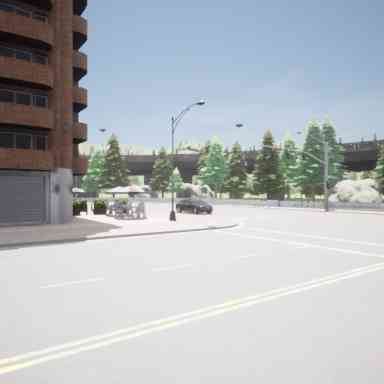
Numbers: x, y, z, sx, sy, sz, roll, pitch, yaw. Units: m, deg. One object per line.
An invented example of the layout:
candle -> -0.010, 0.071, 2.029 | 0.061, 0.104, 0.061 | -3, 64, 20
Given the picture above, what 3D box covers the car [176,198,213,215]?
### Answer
car -> 0.174, 1.448, 33.941 | 1.837, 1.490, 4.892 | 0, 0, -36
